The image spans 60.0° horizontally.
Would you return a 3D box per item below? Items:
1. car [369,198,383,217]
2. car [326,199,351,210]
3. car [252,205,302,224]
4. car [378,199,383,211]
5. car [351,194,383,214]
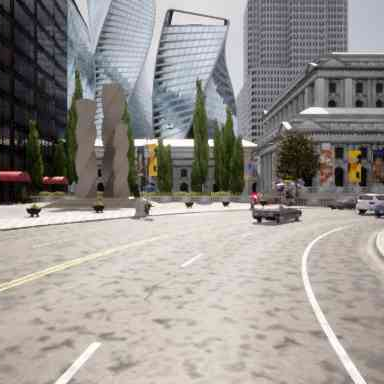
[{"bbox_3d":[18.284,1.526,29.653,4.674,1.442,1.812,0,0,-29],"label":"car"},{"bbox_3d":[19.646,1.547,41.951,5.357,1.411,2.033,0,0,-19],"label":"car"},{"bbox_3d":[6.502,1.601,25.003,1.895,1.301,4.718,0,0,41],"label":"car"},{"bbox_3d":[24.746,1.564,39.707,4.181,1.385,1.994,0,0,-13],"label":"car"},{"bbox_3d":[19.419,1.222,34.096,5.566,2.045,2.150,0,0,-24],"label":"car"}]
